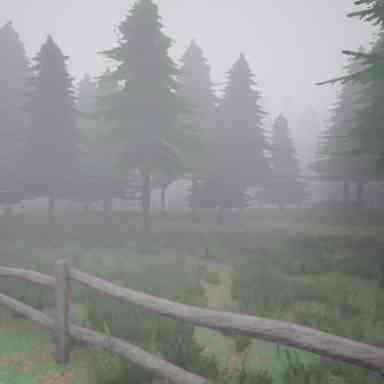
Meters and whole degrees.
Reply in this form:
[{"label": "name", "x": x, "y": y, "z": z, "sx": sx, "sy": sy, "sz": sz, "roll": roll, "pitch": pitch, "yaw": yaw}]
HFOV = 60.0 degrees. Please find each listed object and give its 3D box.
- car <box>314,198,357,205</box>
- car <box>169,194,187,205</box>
[{"label": "car", "x": 16.943, "y": 1.508, "z": 39.238, "sx": 5.008, "sy": 1.535, "sz": 1.882, "roll": 0, "pitch": 0, "yaw": 6}, {"label": "car", "x": -0.030, "y": 1.261, "z": 39.058, "sx": 5.566, "sy": 2.045, "sz": 2.150, "roll": 0, "pitch": 0, "yaw": -6}]
